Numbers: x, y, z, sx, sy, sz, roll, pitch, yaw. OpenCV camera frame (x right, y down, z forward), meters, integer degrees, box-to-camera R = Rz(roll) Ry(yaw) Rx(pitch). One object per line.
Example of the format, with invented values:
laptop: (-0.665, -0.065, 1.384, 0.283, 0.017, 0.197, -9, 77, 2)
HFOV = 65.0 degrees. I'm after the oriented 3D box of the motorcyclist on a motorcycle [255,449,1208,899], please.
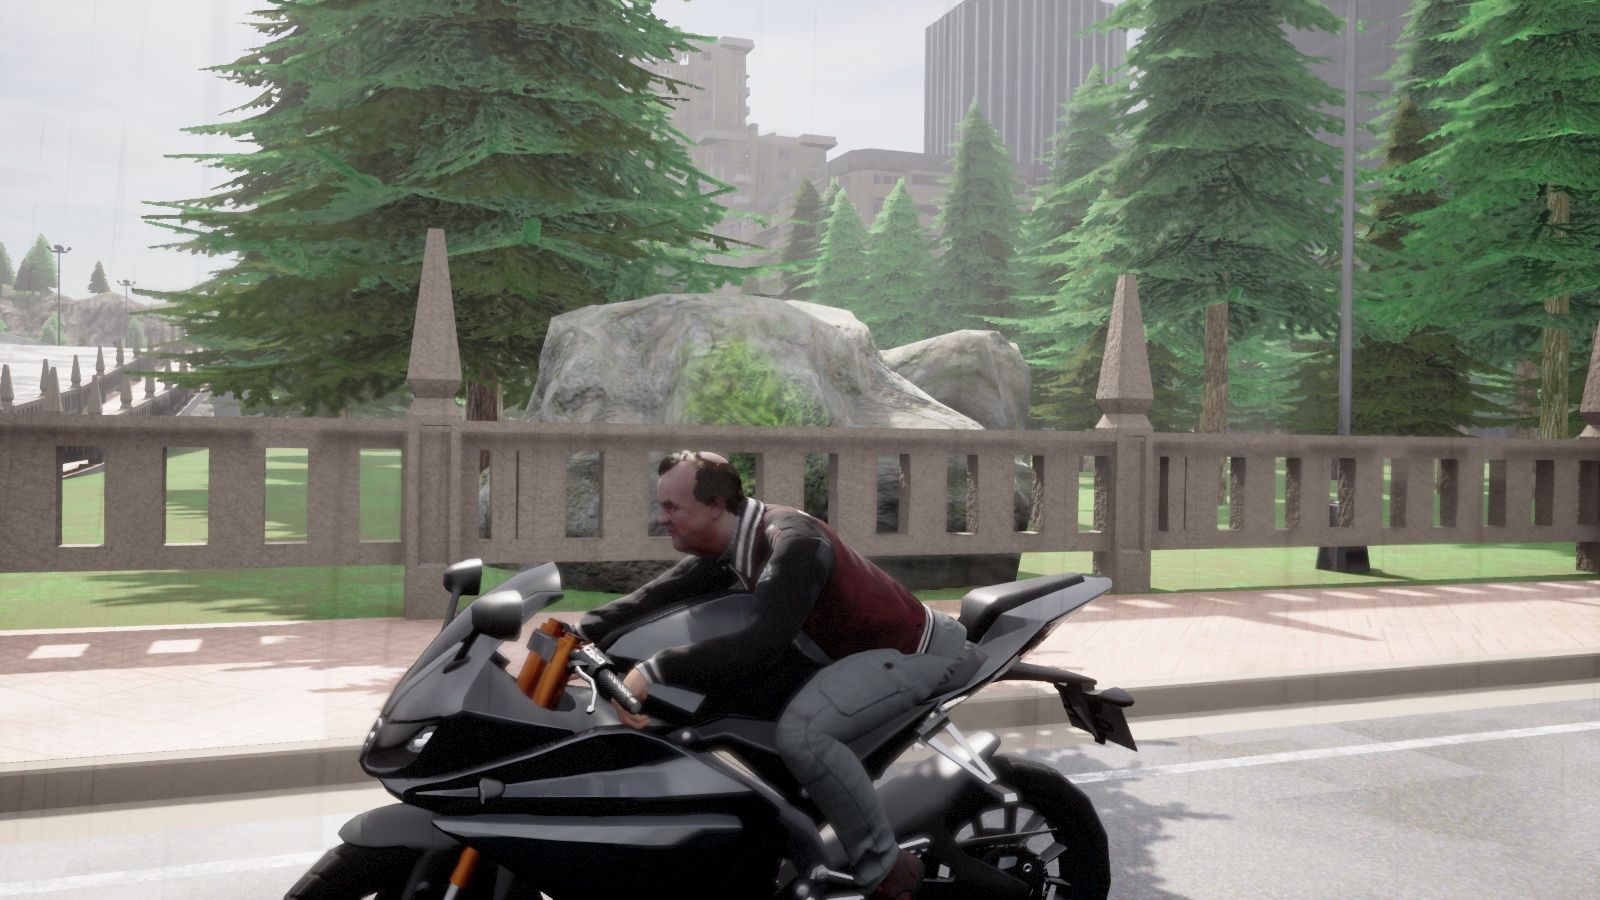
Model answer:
motorcyclist on a motorcycle: (-0.153, 0.783, 3.181, 2.191, 1.530, 0.866, -1, 1, -21)
